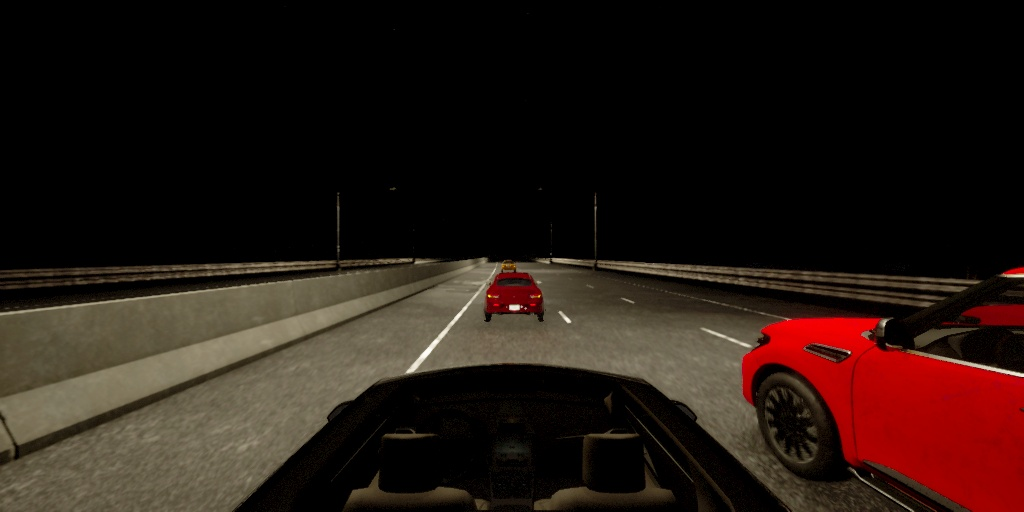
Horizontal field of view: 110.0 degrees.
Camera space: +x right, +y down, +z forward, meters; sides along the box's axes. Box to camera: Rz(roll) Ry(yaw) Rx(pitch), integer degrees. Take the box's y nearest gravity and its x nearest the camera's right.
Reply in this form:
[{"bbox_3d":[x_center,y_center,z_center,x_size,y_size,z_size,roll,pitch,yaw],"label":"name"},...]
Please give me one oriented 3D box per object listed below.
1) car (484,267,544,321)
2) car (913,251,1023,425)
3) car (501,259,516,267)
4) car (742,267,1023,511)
[{"bbox_3d":[0.057,1.275,12.345,1.812,1.442,4.674,0,0,0],"label":"car"},{"bbox_3d":[7.094,0.969,2.600,2.150,2.045,5.566,0,0,0],"label":"car"},{"bbox_3d":[-0.429,1.181,44.440,1.801,1.575,5.366,0,0,-1],"label":"car"},{"bbox_3d":[3.595,0.970,1.546,2.150,2.045,5.566,0,0,0],"label":"car"}]
